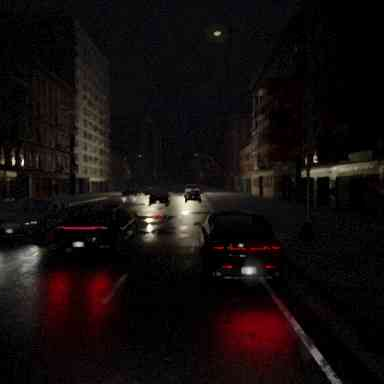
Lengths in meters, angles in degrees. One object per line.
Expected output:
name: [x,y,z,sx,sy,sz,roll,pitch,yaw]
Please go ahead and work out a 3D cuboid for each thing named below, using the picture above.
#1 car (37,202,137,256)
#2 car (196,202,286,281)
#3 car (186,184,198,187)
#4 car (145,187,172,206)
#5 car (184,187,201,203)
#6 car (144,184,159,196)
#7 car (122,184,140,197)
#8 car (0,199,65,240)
car: [-3.146,1.166,11.637,2.128,1.511,4.902,0,2,0]
car: [1.139,1.251,9.041,1.837,1.490,4.892,0,2,0]
car: [0.006,-0.114,48.677,2.150,2.045,5.566,0,2,0]
car: [-3.145,0.595,32.994,1.837,1.490,4.892,0,2,0]
car: [0.091,0.504,37.899,2.033,1.411,5.357,0,2,-1]
car: [-6.562,-0.295,55.372,2.150,2.045,5.566,0,2,0]
car: [-9.819,-0.257,53.991,2.150,2.045,5.566,0,2,0]
car: [-6.598,1.088,14.474,2.128,1.511,4.902,0,2,0]
